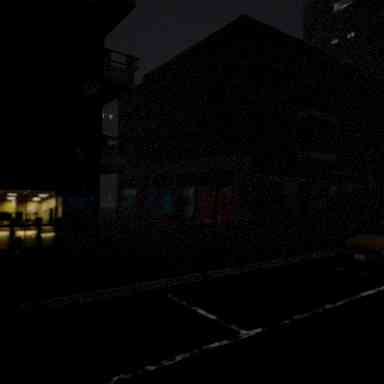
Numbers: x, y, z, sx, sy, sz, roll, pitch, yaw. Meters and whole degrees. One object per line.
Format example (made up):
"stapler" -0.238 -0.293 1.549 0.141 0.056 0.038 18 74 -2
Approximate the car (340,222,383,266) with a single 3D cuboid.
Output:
"car" 6.755 1.555 10.893 4.829 1.417 1.752 0 2 -35
